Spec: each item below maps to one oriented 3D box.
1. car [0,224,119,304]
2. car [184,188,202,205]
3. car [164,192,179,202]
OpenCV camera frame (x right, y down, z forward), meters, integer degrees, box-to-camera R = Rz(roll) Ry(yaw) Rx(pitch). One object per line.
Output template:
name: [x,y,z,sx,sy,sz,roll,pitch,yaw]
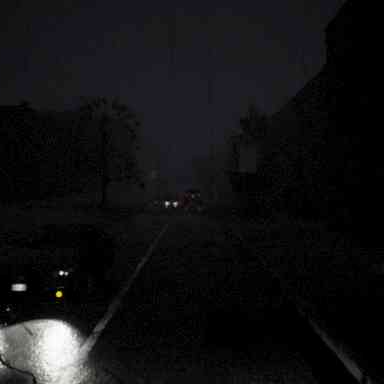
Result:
car: [-3.097,1.486,7.945,1.994,1.385,4.181,0,1,0]
car: [0.111,0.515,42.739,2.150,2.045,5.566,0,1,0]
car: [-3.064,0.720,50.371,1.994,1.385,4.181,0,1,0]
